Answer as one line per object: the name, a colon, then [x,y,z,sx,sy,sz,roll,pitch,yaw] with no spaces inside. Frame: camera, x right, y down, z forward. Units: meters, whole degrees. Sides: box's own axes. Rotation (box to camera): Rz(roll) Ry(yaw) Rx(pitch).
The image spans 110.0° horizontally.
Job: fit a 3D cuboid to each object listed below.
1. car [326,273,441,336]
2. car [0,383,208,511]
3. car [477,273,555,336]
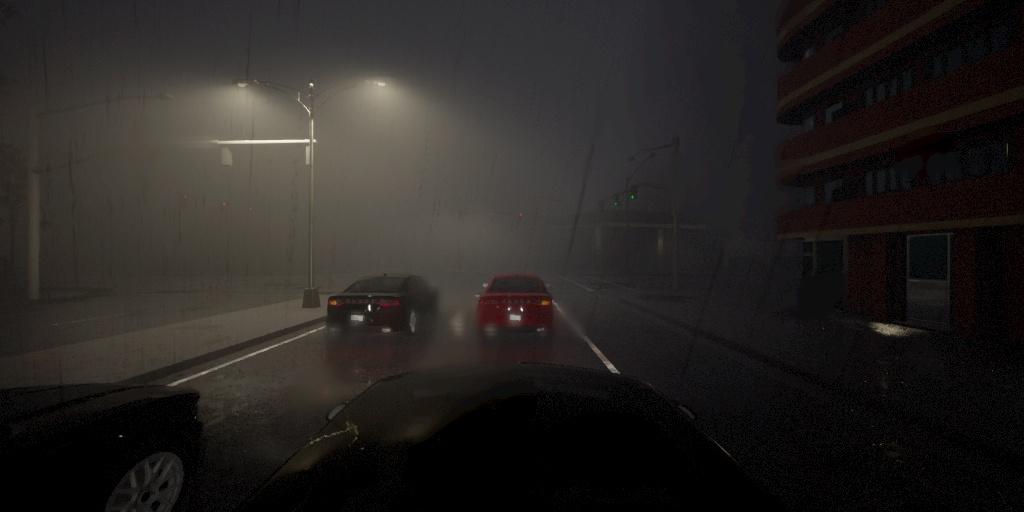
car: [-3.384,1.228,10.411,1.882,1.535,5.008,0,0,0]
car: [-3.409,1.228,0.838,1.882,1.535,5.008,0,0,0]
car: [0.121,1.228,10.421,1.882,1.535,5.008,0,0,1]
